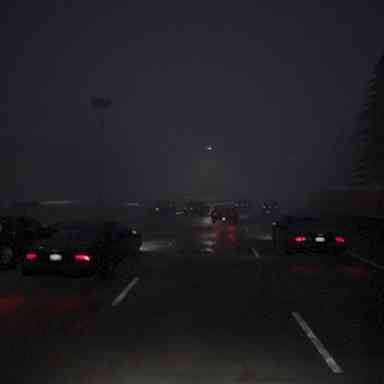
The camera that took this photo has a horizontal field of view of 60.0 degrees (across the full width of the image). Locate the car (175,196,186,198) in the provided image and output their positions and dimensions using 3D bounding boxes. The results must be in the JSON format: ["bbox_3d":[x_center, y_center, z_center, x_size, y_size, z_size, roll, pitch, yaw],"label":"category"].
[{"bbox_3d":[-2.471,1.555,68.524,1.837,1.490,4.892,0,0,21],"label":"car"}]

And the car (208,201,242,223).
[{"bbox_3d":[2.678,1.632,25.902,1.895,1.301,4.718,0,0,11],"label":"car"}]

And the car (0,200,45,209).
[{"bbox_3d":[-14.749,1.507,28.822,1.837,1.490,4.892,0,0,11],"label":"car"}]

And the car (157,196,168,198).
[{"bbox_3d":[-6.254,1.560,68.442,1.837,1.490,4.892,0,0,21],"label":"car"}]

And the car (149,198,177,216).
[{"bbox_3d":[-2.850,1.593,33.487,1.994,1.385,4.181,0,0,13],"label":"car"}]

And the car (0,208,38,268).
[{"bbox_3d":[-6.306,1.505,11.351,1.837,1.490,4.892,0,0,4],"label":"car"}]

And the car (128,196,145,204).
[{"bbox_3d":[-10.920,1.568,66.090,1.812,1.442,4.674,0,0,21],"label":"car"}]

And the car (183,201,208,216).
[{"bbox_3d":[0.548,1.582,32.896,2.033,1.411,5.357,0,0,13],"label":"car"}]

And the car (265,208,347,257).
[{"bbox_3d":[4.349,1.569,13.126,2.033,1.411,5.357,0,0,6],"label":"car"}]

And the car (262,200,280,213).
[{"bbox_3d":[8.789,1.601,36.979,2.033,1.411,5.357,0,0,15],"label":"car"}]

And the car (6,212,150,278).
[{"bbox_3d":[-2.938,1.552,10.137,2.033,1.411,5.357,0,0,4],"label":"car"}]

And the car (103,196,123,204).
[{"bbox_3d":[-15.249,1.538,64.562,1.837,1.490,4.892,0,0,21],"label":"car"}]

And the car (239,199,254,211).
[{"bbox_3d":[6.733,1.602,42.344,2.033,1.411,5.357,0,0,17],"label":"car"}]
